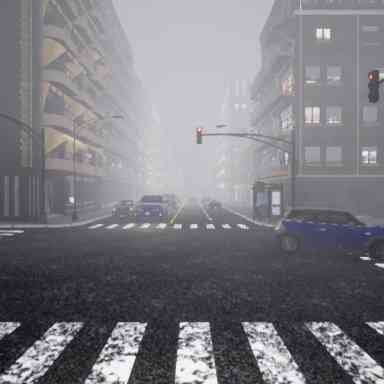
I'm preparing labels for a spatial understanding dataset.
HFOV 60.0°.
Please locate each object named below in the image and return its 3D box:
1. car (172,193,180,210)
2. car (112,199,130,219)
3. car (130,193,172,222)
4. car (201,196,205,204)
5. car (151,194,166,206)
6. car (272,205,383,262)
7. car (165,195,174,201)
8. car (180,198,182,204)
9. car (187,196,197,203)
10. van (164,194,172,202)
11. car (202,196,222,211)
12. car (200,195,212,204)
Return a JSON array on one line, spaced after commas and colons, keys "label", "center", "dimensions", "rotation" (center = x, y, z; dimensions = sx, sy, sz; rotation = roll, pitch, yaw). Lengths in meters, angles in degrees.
[{"label": "car", "center": [-3.122, 1.210, 44.288], "dimensions": [2.150, 2.045, 5.566], "rotation": [0, 1, 1]}, {"label": "car", "center": [-5.715, 1.435, 29.140], "dimensions": [1.967, 1.590, 4.097], "rotation": [0, 0, 0]}, {"label": "car", "center": [-3.153, 1.216, 26.834], "dimensions": [2.150, 2.045, 5.566], "rotation": [0, 0, 1]}, {"label": "car", "center": [2.653, 1.537, 46.057], "dimensions": [1.887, 1.381, 4.507], "rotation": [0, 0, 0]}, {"label": "car", "center": [-5.737, 1.306, 57.333], "dimensions": [2.192, 1.841, 5.009], "rotation": [0, 0, 0]}, {"label": "car", "center": [5.429, 1.412, 12.543], "dimensions": [4.553, 1.767, 2.097], "rotation": [2, 0, 20]}, {"label": "car", "center": [-5.757, 1.537, 85.528], "dimensions": [2.008, 1.369, 4.403], "rotation": [0, 0, 0]}, {"label": "car", "center": [-3.047, 1.531, 63.967], "dimensions": [1.837, 1.490, 4.892], "rotation": [0, 0, 0]}, {"label": "car", "center": [0.046, 1.554, 69.642], "dimensions": [1.994, 1.385, 4.181], "rotation": [0, 0, 0]}, {"label": "van", "center": [-5.753, 1.329, 79.889], "dimensions": [1.690, 1.788, 3.998], "rotation": [0, 0, 0]}, {"label": "car", "center": [2.657, 1.544, 40.419], "dimensions": [2.008, 1.369, 4.403], "rotation": [0, 0, 0]}, {"label": "car", "center": [2.640, 1.431, 62.973], "dimensions": [1.967, 1.590, 4.097], "rotation": [0, 0, 0]}]
